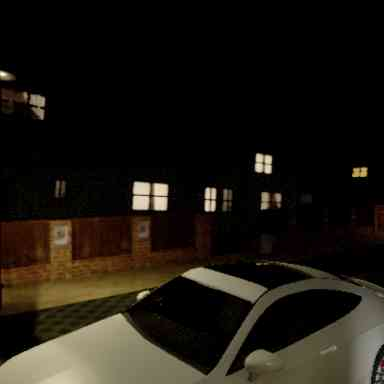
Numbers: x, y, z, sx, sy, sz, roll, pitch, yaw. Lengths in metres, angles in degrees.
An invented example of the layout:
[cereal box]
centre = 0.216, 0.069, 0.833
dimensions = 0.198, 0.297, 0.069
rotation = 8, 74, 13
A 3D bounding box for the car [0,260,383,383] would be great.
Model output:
[car]
centre = 0.428, 1.526, 3.378
dimensions = 4.674, 1.442, 1.812
rotation = 0, 0, -36
